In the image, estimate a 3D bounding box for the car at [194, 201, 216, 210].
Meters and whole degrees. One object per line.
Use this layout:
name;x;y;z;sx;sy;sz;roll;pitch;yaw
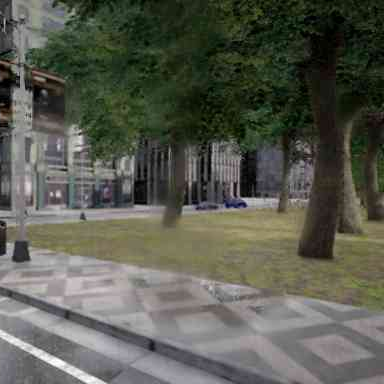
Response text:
car;2.281;2.311;57.787;1.994;1.385;4.181;0;0;34

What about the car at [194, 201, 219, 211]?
car;2.386;2.317;52.490;1.895;1.301;4.718;0;0;35

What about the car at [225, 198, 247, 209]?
car;8.045;2.050;60.956;2.150;2.045;5.566;0;0;34
